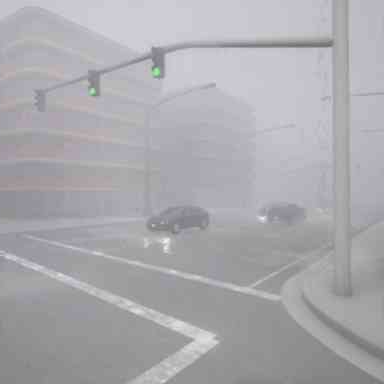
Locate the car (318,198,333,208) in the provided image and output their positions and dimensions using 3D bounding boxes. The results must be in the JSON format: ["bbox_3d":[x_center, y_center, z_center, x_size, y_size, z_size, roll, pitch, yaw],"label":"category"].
[{"bbox_3d":[20.718,1.625,50.873,2.128,1.511,4.902,-1,0,35],"label":"car"}]

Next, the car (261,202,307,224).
[{"bbox_3d":[7.404,1.598,25.744,1.837,1.490,4.892,-1,0,35],"label":"car"}]

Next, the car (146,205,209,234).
[{"bbox_3d":[-0.756,1.615,20.364,1.837,1.490,4.892,-1,0,35],"label":"car"}]
